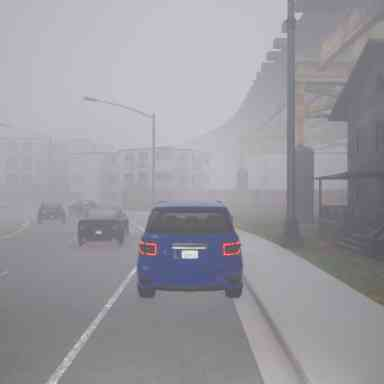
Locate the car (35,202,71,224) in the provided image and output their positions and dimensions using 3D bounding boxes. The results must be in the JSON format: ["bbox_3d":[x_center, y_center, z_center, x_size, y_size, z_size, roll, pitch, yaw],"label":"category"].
[{"bbox_3d":[-10.663,1.493,25.054,2.128,1.511,4.902,0,0,-26],"label":"car"}]

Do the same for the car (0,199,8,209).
[{"bbox_3d":[-26.260,1.526,43.493,4.674,1.442,1.812,0,0,23],"label":"car"}]

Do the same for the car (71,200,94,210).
[{"bbox_3d":[-10.137,1.491,30.875,2.128,1.511,4.902,0,0,-34],"label":"car"}]

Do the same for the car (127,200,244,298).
[{"bbox_3d":[-0.039,1.220,8.680,2.150,2.045,5.566,0,0,0],"label":"car"}]

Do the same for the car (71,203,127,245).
[{"bbox_3d":[-4.065,1.478,15.745,1.882,1.535,5.008,0,0,-8],"label":"car"}]
